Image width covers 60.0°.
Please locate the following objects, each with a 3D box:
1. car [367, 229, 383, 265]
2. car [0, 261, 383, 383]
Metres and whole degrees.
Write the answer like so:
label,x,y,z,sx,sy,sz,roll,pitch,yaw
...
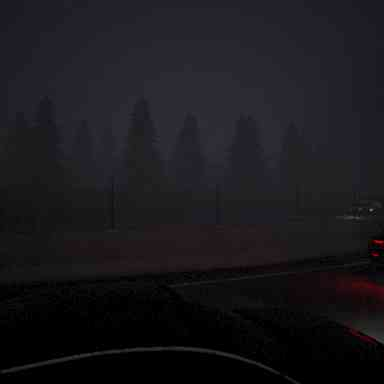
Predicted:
label,x,y,z,sx,sy,sz,roll,pitch,yaw
car,7.198,1.504,9.515,4.892,1.490,1.837,0,0,-26
car,-0.430,1.507,2.409,4.892,1.490,1.837,-1,0,-20
